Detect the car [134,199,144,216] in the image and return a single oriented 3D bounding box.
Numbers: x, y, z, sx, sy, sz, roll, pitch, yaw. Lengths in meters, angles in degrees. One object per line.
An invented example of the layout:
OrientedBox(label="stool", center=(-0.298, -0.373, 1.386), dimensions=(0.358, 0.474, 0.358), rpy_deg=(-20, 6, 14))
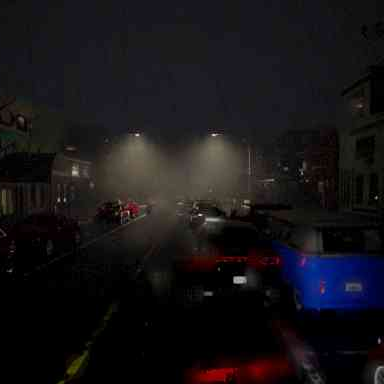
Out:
OrientedBox(label="car", center=(-5.753, 1.535, 29.523), dimensions=(1.887, 1.381, 4.507), rpy_deg=(-1, 0, 0))

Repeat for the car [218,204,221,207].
OrientedBox(label="car", center=(2.650, 1.576, 18.445), dimensions=(1.802, 1.307, 4.206), rpy_deg=(-1, 0, 0))

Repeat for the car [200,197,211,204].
OrientedBox(label="car", center=(2.559, 1.561, 62.832), dimensions=(1.802, 1.307, 4.206), rpy_deg=(-1, 0, 0))

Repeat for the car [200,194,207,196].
OrientedBox(label="car", center=(2.579, 1.298, 51.736), dimensions=(2.192, 1.841, 5.009), rpy_deg=(-1, 0, 0))

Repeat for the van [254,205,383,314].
OrientedBox(label="van", center=(2.671, 1.339, 7.349), dimensions=(1.690, 1.788, 3.998), rpy_deg=(-1, 0, 0))

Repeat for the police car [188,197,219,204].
OrientedBox(label="police car", center=(0.849, 1.418, 24.734), dimensions=(1.930, 1.638, 5.238), rpy_deg=(0, 0, 0))

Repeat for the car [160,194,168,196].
OrientedBox(label="car", center=(-5.835, 1.292, 68.361), dimensions=(2.192, 1.841, 5.009), rpy_deg=(-1, 0, 0))

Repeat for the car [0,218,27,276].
OrientedBox(label="car", center=(-5.709, 1.438, 7.329), dimensions=(1.967, 1.590, 4.097), rpy_deg=(-1, 0, 0))

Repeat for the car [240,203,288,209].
OrientedBox(label="car", center=(2.660, 1.311, 12.897), dimensions=(2.192, 1.841, 5.009), rpy_deg=(-1, 0, 0))

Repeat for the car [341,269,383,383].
OrientedBox(label="car", center=(2.685, 1.581, 1.801), dimensions=(1.802, 1.307, 4.206), rpy_deg=(-1, 0, 0))

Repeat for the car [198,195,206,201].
OrientedBox(label="car", center=(2.512, 1.495, 85.196), dimensions=(1.752, 1.417, 4.829), rpy_deg=(-1, 0, 0))

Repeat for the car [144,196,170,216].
OrientedBox(label="car", center=(-3.156, 1.481, 32.080), dimensions=(2.128, 1.511, 4.902), rpy_deg=(0, 0, 0))

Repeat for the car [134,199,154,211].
OrientedBox(label="car", center=(-5.776, 1.569, 40.619), dimensions=(1.802, 1.307, 4.206), rpy_deg=(-1, 0, 0))

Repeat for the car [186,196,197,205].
OrientedBox(label="car", center=(-0.124, 1.458, 60.240), dimensions=(1.882, 1.535, 5.008), rpy_deg=(0, 0, 0))

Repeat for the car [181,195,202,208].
OrientedBox(label="car", center=(-0.068, 1.477, 46.121), dimensions=(2.128, 1.511, 4.902), rpy_deg=(0, 0, 0))

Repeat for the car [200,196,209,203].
OrientedBox(label="car", center=(2.547, 1.502, 68.550), dimensions=(1.752, 1.417, 4.829), rpy_deg=(-1, 0, 0))

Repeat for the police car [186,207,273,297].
OrientedBox(label="police car", center=(0.883, 1.423, 8.733), dimensions=(1.930, 1.638, 5.238), rpy_deg=(0, 0, 0))

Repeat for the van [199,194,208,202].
OrientedBox(label="van", center=(2.534, 1.315, 73.929), dimensions=(1.690, 1.788, 3.998), rpy_deg=(-1, 0, 0))

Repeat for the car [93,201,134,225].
OrientedBox(label="car", center=(-5.743, 1.433, 23.974), dimensions=(1.967, 1.590, 4.097), rpy_deg=(-1, 0, 0))

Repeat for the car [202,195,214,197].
OrientedBox(label="car", center=(2.593, 1.510, 46.356), dimensions=(1.752, 1.417, 4.829), rpy_deg=(-1, 0, 0))

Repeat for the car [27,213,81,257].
OrientedBox(label="car", center=(-5.719, 1.541, 12.878), dimensions=(1.887, 1.381, 4.507), rpy_deg=(-1, 0, 0))

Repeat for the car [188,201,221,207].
OrientedBox(label="car", center=(0.862, 1.500, 18.623), dimensions=(1.837, 1.490, 4.892), rpy_deg=(0, 0, 0))
